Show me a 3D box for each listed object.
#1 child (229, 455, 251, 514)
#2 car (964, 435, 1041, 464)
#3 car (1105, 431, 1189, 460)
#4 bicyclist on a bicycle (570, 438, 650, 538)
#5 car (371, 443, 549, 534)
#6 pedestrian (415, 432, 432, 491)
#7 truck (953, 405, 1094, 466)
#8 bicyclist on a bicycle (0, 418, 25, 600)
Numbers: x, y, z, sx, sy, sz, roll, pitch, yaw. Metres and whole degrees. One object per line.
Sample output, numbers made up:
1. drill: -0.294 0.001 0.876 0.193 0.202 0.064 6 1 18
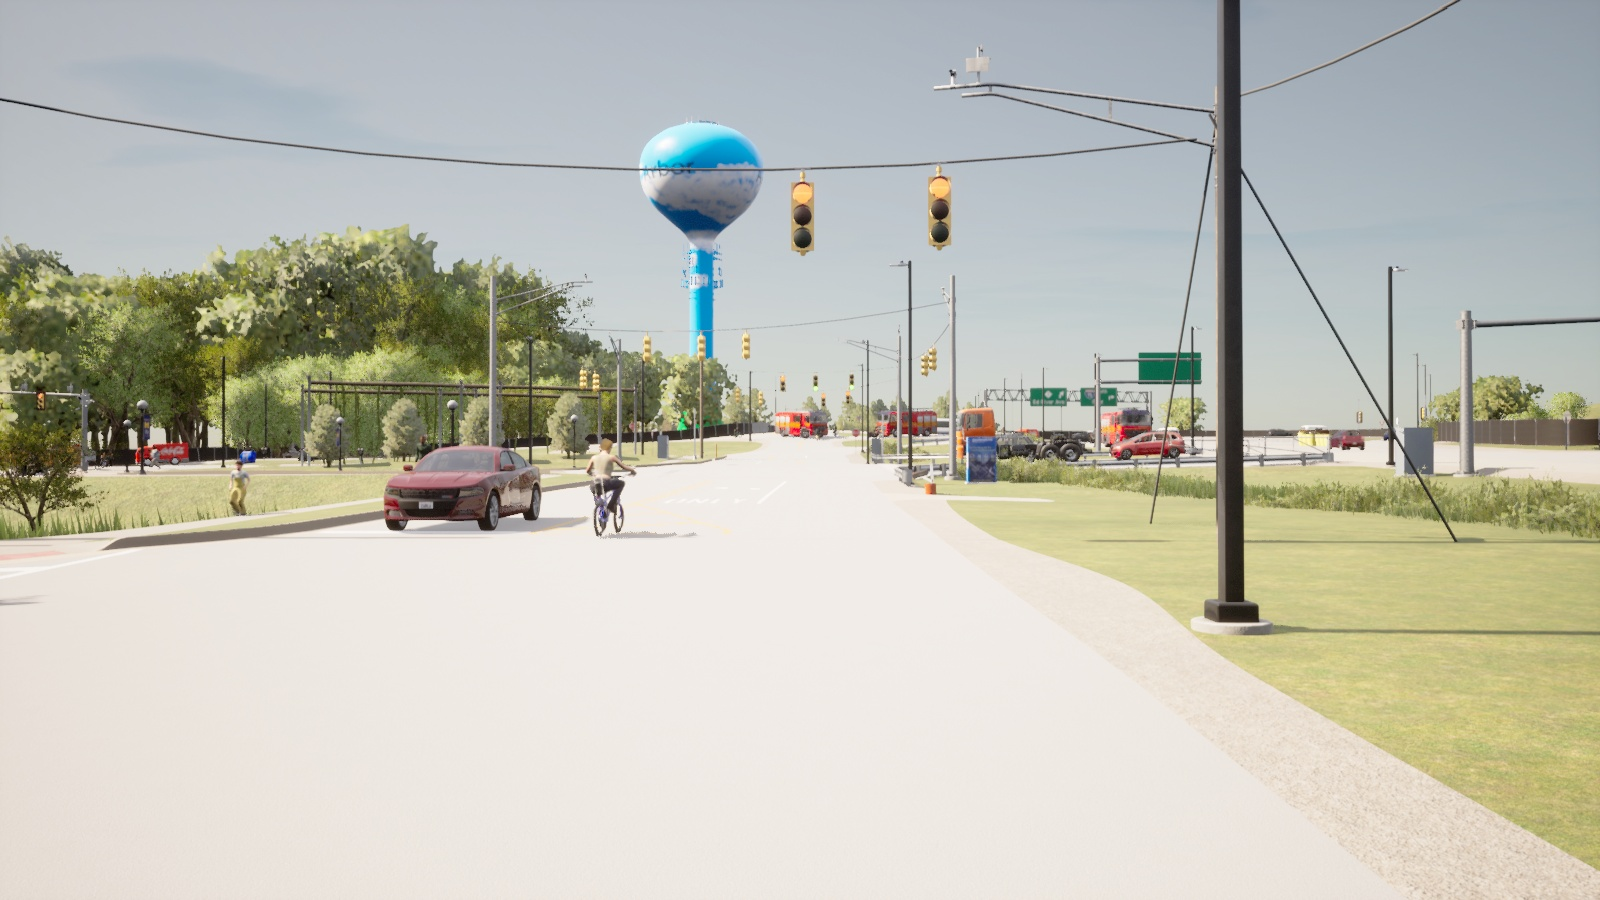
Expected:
1. child: -12.063 0.743 27.050 0.270 1.263 0.437 0 -1 1
2. car: 12.665 -0.068 78.802 4.553 1.767 2.097 0 1 4
3. car: 21.670 -0.309 78.458 4.611 1.667 2.242 -2 1 2
4. bicyclist on a bicycle: -3.184 0.617 21.170 0.866 1.612 1.509 -1 0 10
5. car: -6.260 0.647 23.776 1.882 1.535 5.008 0 0 2
6. pedestrian: -11.891 0.364 39.679 0.353 1.847 0.614 0 -1 1
7. truck: 13.282 -0.877 75.176 7.936 3.462 2.891 -1 1 2
8. bicyclist on a bicycle: -8.646 0.634 12.133 1.843 1.776 0.659 -3 -1 -35
